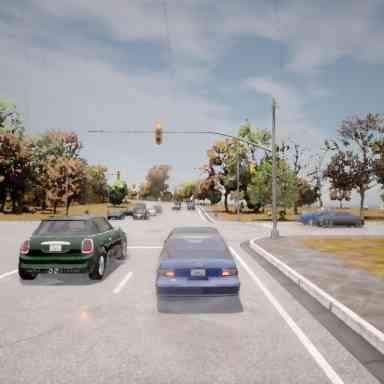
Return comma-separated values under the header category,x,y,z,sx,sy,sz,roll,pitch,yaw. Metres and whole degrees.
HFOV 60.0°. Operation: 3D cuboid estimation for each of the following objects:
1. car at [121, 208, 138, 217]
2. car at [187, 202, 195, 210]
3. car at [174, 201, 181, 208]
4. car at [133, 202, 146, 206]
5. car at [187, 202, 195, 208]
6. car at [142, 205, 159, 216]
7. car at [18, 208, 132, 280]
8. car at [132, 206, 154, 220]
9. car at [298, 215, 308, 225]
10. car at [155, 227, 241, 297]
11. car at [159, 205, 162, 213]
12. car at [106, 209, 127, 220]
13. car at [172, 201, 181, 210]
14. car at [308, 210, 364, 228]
category,x,y,z,sx,sy,sz,roll,pitch,yaw
car,-10.740,3.504,57.478,1.895,1.301,4.718,0,-1,0
car,-0.212,3.467,77.779,1.812,1.442,4.674,0,0,0
car,-3.833,3.248,87.867,1.837,1.490,4.892,0,0,-4
car,-10.687,3.204,68.235,2.150,2.045,5.566,0,0,0
car,-0.334,3.305,87.961,1.994,1.385,4.181,0,0,-4
car,-7.237,3.433,57.689,1.812,1.442,4.674,0,-1,0
car,-3.444,1.486,10.515,2.097,1.767,4.553,0,-1,0
car,-7.220,3.158,47.798,2.128,1.511,4.902,0,-2,1
car,13.158,2.525,33.140,5.008,1.535,1.882,0,-3,-1
car,0.068,1.646,8.901,2.033,1.411,5.357,0,-1,-1
car,-7.198,3.488,67.979,1.837,1.490,4.892,0,0,0
car,-10.762,3.208,47.601,2.033,1.411,5.357,0,-2,-3
car,-3.712,3.539,77.834,1.895,1.301,4.718,0,0,0
car,12.993,2.451,29.645,4.181,1.385,1.994,0,-3,-2
